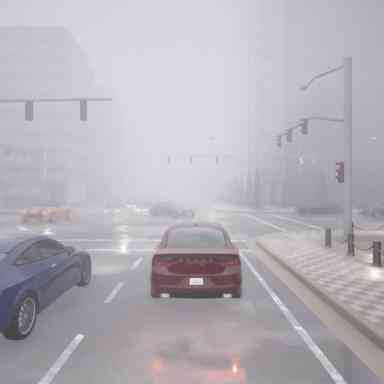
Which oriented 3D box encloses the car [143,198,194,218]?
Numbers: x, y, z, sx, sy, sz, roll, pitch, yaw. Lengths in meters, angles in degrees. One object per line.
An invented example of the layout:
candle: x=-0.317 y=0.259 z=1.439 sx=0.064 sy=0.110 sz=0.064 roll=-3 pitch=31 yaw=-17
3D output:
car: x=-1.796 y=1.487 z=27.652 sx=1.812 sy=1.442 sz=4.674 roll=-1 pitch=1 yaw=-42

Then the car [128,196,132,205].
car: x=-10.454 y=1.492 z=59.741 sx=2.128 sy=1.511 sz=4.902 roll=0 pitch=0 yaw=0

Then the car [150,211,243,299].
car: x=0.097 y=1.478 z=8.535 sx=1.882 sy=1.535 sz=5.008 roll=0 pitch=0 yaw=0

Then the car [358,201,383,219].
car: x=16.335 y=1.436 z=27.413 sx=4.902 sy=1.511 sz=2.128 roll=0 pitch=0 yaw=0

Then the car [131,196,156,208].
car: x=-7.000 y=1.491 z=48.682 sx=2.128 sy=1.511 sz=4.902 roll=0 pitch=0 yaw=0

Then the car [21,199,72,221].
car: x=-10.553 y=1.328 z=24.352 sx=2.097 sy=1.767 sz=4.553 roll=0 pitch=0 yaw=0

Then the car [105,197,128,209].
car: x=-10.508 y=1.501 z=45.590 sx=1.837 sy=1.490 sz=4.892 roll=0 pitch=1 yaw=0

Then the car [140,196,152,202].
car: x=-10.352 y=1.551 z=74.714 sx=1.994 sy=1.385 sz=4.181 roll=0 pitch=0 yaw=0

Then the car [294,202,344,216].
car: x=12.044 y=1.545 z=30.959 sx=4.718 sy=1.301 sz=1.895 roll=0 pitch=0 yaw=1

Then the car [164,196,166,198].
car: x=-6.849 y=1.592 z=76.038 sx=1.895 sy=1.301 sz=4.718 roll=0 pitch=0 yaw=0

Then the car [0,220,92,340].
car: x=-3.417 y=1.526 z=6.407 sx=1.812 sy=1.442 sz=4.674 roll=0 pitch=0 yaw=0

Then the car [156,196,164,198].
car: x=-6.946 y=1.491 z=60.983 sx=2.128 sy=1.511 sz=4.902 roll=0 pitch=0 yaw=0
